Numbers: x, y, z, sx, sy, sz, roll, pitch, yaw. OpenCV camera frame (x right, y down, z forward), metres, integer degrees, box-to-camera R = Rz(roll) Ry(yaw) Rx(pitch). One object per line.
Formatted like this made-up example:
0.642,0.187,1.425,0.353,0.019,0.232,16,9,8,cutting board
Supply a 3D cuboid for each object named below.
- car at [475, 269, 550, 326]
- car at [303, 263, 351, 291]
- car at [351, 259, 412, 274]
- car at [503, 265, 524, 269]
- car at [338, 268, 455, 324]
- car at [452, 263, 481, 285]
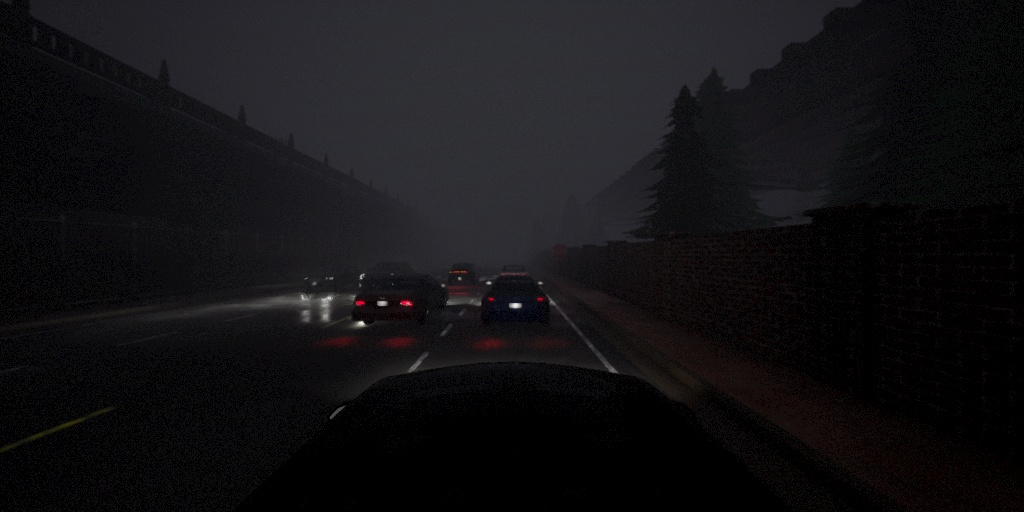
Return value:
0.092,1.295,11.613,1.994,1.385,4.181,0,0,0,car
-10.580,1.211,21.663,2.128,1.511,4.902,0,0,0,car
-7.083,1.073,20.719,2.097,1.767,4.553,0,0,0,car
0.098,1.313,25.858,1.895,1.301,4.718,0,0,-1,car
-3.402,1.282,11.868,2.033,1.411,5.357,0,0,-1,car
-3.404,1.217,25.804,1.837,1.490,4.892,0,0,0,car
